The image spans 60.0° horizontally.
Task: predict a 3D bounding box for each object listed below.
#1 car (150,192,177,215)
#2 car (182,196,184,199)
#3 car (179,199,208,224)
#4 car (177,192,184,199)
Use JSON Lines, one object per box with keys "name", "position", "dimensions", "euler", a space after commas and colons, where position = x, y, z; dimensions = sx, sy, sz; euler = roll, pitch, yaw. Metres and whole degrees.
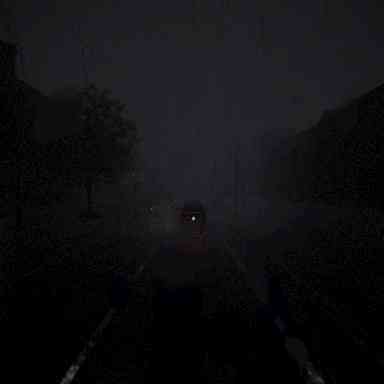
{"name": "car", "position": [-3.089, 1.258, 35.395], "dimensions": [2.150, 2.045, 5.566], "euler": [0, 0, 0]}
{"name": "car", "position": [0.107, 1.557, 42.773], "dimensions": [2.033, 1.411, 5.357], "euler": [0, 0, 0]}
{"name": "car", "position": [0.104, 1.548, 25.118], "dimensions": [1.837, 1.490, 4.892], "euler": [0, 0, 0]}
{"name": "car", "position": [-2.988, 0.914, 76.886], "dimensions": [2.150, 2.045, 5.566], "euler": [0, 1, 0]}
